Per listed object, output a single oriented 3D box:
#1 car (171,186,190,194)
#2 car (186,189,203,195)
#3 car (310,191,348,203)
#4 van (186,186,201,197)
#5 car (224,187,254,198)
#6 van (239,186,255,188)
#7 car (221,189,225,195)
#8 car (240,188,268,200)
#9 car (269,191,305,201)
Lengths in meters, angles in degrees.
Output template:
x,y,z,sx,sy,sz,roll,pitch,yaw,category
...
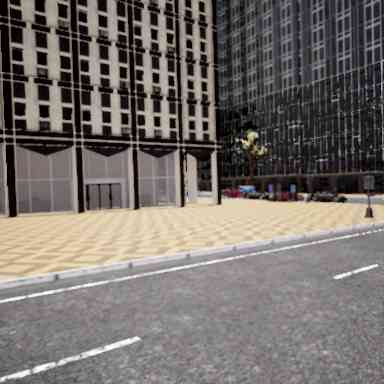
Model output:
x,y,z,sx,sy,sz,roll,pitch,yaw,category
-2.755,-0.434,81.145,2.192,1.841,5.009,-2,2,-34,car
0.458,-0.111,76.460,1.802,1.307,4.206,-2,2,-34,car
15.887,0.594,38.819,1.947,1.339,4.313,-2,2,-34,car
-0.047,0.092,62.346,1.690,1.788,3.998,-2,2,-34,van
7.884,0.310,55.372,1.994,1.385,4.181,-3,2,-34,car
10.075,-0.184,62.377,1.690,1.788,3.998,-2,2,-34,van
6.873,0.001,67.075,1.802,1.307,4.206,-2,2,-34,car
9.535,0.482,48.247,1.947,1.339,4.313,-2,2,-34,car
12.694,0.555,43.523,1.802,1.307,4.206,-2,2,-34,car
